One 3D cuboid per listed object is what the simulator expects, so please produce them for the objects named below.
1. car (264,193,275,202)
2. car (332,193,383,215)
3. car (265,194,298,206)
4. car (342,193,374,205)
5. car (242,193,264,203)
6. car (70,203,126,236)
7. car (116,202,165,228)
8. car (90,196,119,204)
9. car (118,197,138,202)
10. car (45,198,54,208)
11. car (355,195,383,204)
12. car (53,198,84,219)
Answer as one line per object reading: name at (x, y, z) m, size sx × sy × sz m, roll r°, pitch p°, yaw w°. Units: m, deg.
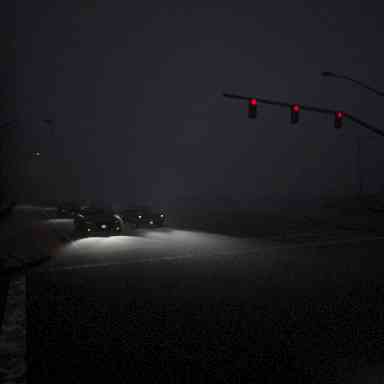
car at (14.167, 1.354, 66.563) m, size 1.784 × 1.438 × 3.905 m, roll 0°, pitch 0°, yaw -27°
car at (15.937, 1.147, 31.103) m, size 1.932 × 1.855 × 4.605 m, roll 0°, pitch 0°, yaw -27°
car at (13.165, 1.387, 49.183) m, size 1.970 × 1.475 × 3.806 m, roll 0°, pitch 0°, yaw -27°
car at (28.242, 1.142, 56.814) m, size 1.932 × 1.855 × 4.605 m, roll 0°, pitch 0°, yaw -27°
car at (11.577, 1.386, 65.270) m, size 1.970 × 1.475 × 3.806 m, roll 0°, pitch 0°, yaw -27°
car at (-5.341, 1.562, 18.553) m, size 1.994 × 1.385 × 4.181 m, roll 0°, pitch 0°, yaw -27°
car at (-3.515, 1.599, 22.708) m, size 1.895 × 1.301 × 4.718 m, roll 0°, pitch 0°, yaw -27°
car at (-9.556, 1.485, 34.705) m, size 2.128 × 1.511 × 4.902 m, roll 0°, pitch 0°, yaw -27°
car at (-9.482, 1.522, 50.433) m, size 1.812 × 1.442 × 4.674 m, roll 0°, pitch 0°, yaw -26°
car at (-20.857, 1.545, 49.562) m, size 2.033 × 1.411 × 5.357 m, roll 0°, pitch 0°, yaw -27°
car at (30.861, 1.352, 58.051) m, size 1.784 × 1.438 × 3.905 m, roll 0°, pitch 0°, yaw -27°
car at (-11.064, 1.525, 29.942) m, size 1.812 × 1.442 × 4.674 m, roll 0°, pitch 1°, yaw -27°
